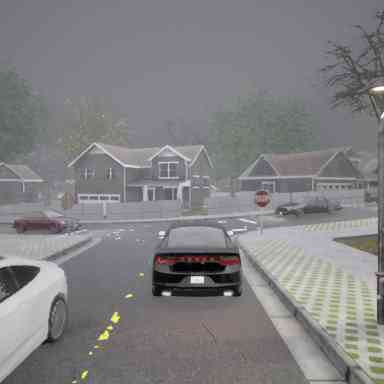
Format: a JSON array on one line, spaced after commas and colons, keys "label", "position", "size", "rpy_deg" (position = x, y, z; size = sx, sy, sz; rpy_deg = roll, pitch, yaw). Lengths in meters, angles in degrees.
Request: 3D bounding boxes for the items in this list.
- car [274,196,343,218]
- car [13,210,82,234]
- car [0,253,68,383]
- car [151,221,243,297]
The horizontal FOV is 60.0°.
[{"label": "car", "position": [8.946, 1.060, 25.360], "size": [5.357, 1.411, 2.033], "rpy_deg": [-3, 2, -23]}, {"label": "car", "position": [-9.260, 1.864, 21.215], "size": [4.674, 1.442, 1.812], "rpy_deg": [-2, 0, 22]}, {"label": "car", "position": [-2.886, 1.524, 3.685], "size": [1.812, 1.442, 4.674], "rpy_deg": [0, 0, 0]}, {"label": "car", "position": [0.109, 1.474, 8.629], "size": [1.882, 1.535, 5.008], "rpy_deg": [0, 0, 0]}]
